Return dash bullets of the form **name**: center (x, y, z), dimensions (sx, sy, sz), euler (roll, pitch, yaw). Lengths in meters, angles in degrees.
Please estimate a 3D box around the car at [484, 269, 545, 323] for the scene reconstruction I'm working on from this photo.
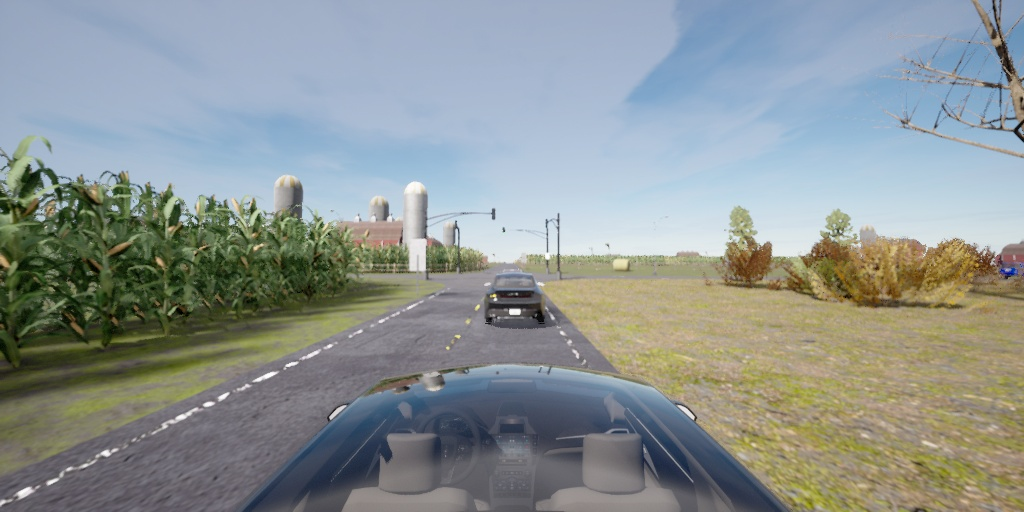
- **car**: center (0.078, 1.337, 12.465), dimensions (1.837, 1.490, 4.892), euler (0, 0, 0)

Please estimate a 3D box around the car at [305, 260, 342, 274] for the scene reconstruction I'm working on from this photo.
- **car**: center (-19.768, 1.182, 37.106), dimensions (4.553, 1.767, 2.097), euler (0, -2, -3)

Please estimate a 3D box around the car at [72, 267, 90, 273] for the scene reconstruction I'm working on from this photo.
- **car**: center (-40.734, 1.206, 35.953), dimensions (5.357, 1.411, 2.033), euler (0, -2, -3)

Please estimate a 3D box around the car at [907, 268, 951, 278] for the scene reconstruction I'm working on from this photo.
- **car**: center (48.919, 2.050, 41.894), dimensions (4.181, 1.385, 1.994), euler (1, -2, -4)
